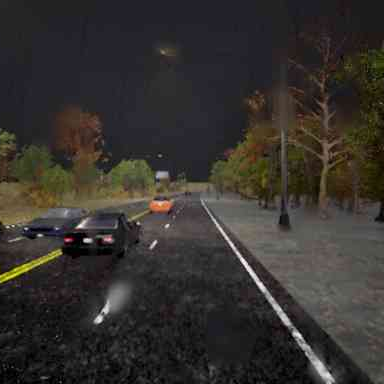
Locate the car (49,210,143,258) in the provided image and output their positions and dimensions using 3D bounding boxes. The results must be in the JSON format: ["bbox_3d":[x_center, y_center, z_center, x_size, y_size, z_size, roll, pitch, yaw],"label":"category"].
[{"bbox_3d":[-3.132,1.500,12.548,2.033,1.411,5.357,0,0,0],"label":"car"}]

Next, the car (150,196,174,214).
[{"bbox_3d":[-3.027,1.210,34.051,2.097,1.767,4.553,0,0,1],"label":"car"}]

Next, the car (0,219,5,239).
[{"bbox_3d":[-9.815,1.512,13.953,1.994,1.385,4.181,0,0,0],"label":"car"}]

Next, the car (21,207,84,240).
[{"bbox_3d":[-6.549,1.483,17.028,2.033,1.411,5.357,0,0,0],"label":"car"}]
